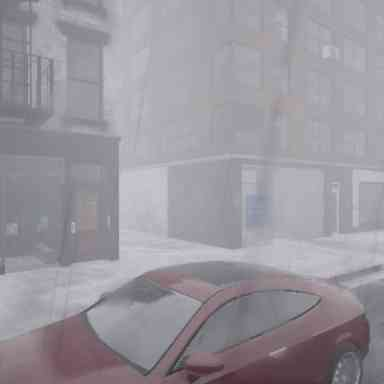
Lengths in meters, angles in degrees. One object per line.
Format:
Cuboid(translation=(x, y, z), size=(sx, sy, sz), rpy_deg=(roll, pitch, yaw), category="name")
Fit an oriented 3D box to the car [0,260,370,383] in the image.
Cuboid(translation=(0.006, 1.526, 3.366), size=(4.674, 1.442, 1.812), rpy_deg=(0, 0, -36), category="car")
